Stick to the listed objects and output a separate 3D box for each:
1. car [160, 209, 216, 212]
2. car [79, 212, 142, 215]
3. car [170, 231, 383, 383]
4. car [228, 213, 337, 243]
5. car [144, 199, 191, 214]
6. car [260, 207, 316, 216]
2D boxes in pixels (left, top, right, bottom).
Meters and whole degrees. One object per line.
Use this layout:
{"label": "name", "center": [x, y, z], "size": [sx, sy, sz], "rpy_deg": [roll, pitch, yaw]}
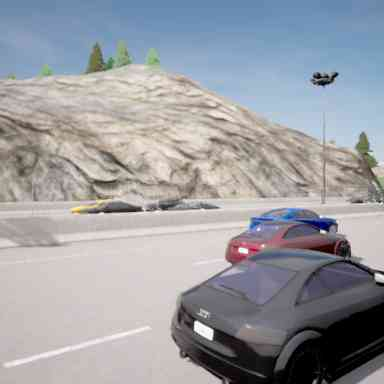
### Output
{"label": "car", "center": [-0.040, 1.490, 25.458], "size": [4.902, 1.511, 2.128], "rpy_deg": [0, 0, -35]}
{"label": "car", "center": [-6.183, 1.476, 25.377], "size": [5.008, 1.535, 1.882], "rpy_deg": [0, 0, -35]}
{"label": "car", "center": [1.766, 1.563, 5.003], "size": [4.181, 1.385, 1.994], "rpy_deg": [0, 0, -36]}
{"label": "car", "center": [3.031, 1.563, 10.207], "size": [4.181, 1.385, 1.994], "rpy_deg": [0, 0, -36]}
{"label": "car", "center": [-2.648, 1.503, 36.495], "size": [4.892, 1.490, 1.837], "rpy_deg": [0, 0, -35]}
{"label": "car", "center": [4.936, 1.476, 15.866], "size": [5.008, 1.535, 1.882], "rpy_deg": [0, 0, -36]}
